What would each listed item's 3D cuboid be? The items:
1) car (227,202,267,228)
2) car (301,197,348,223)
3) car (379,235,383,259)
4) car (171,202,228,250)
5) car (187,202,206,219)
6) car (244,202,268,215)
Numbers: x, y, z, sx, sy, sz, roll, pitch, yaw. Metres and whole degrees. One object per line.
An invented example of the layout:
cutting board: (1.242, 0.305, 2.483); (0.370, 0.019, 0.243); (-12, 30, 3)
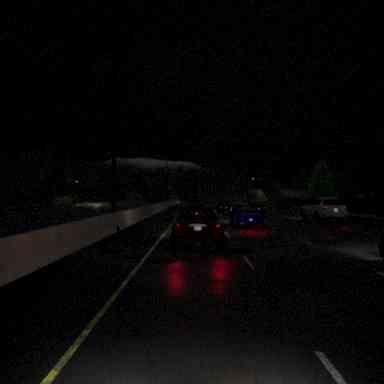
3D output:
car: (3.846, 1.652, 23.981); (1.882, 1.535, 5.008); (0, 0, 1)
car: (10.888, 1.452, 27.771); (2.150, 2.045, 5.566); (0, -1, 1)
car: (7.189, 1.407, 9.072); (2.097, 1.767, 4.553); (0, 0, 1)
car: (0.248, 1.431, 14.780); (2.097, 1.767, 4.553); (0, -1, 1)
car: (0.446, 1.759, 33.355); (1.837, 1.490, 4.892); (0, -1, 1)
car: (7.511, 1.896, 39.436); (1.994, 1.385, 4.181); (0, -1, 1)
